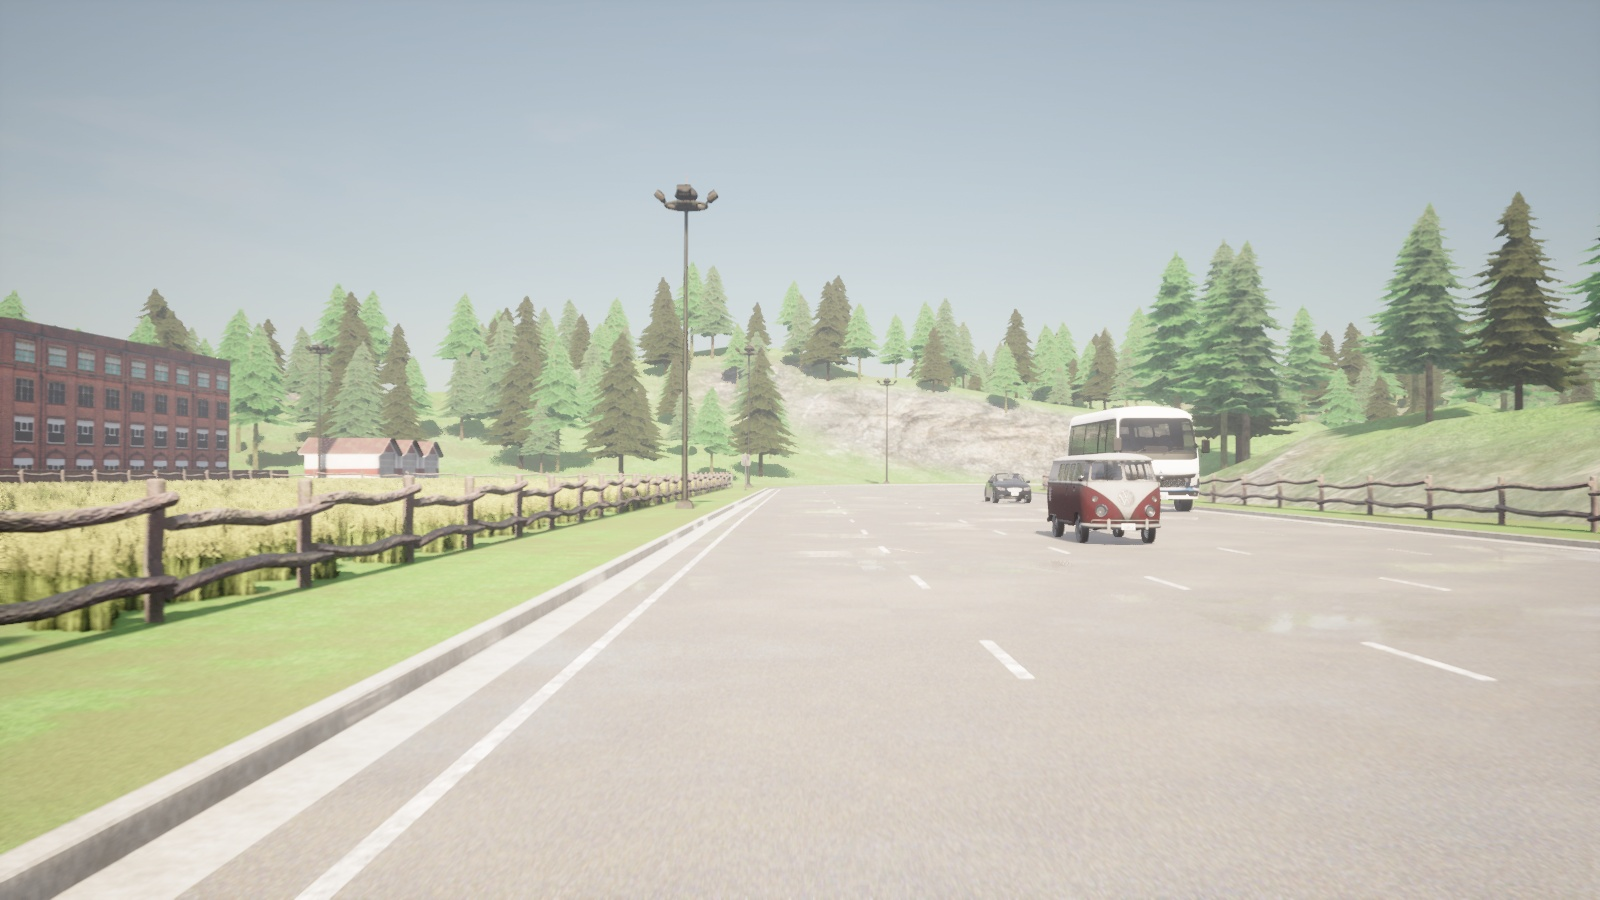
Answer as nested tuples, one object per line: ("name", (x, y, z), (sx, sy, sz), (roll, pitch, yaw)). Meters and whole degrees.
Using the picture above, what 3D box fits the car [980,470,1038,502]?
("car", (10.453, 1.787, 63.232), (2.128, 1.511, 4.902), (0, -1, 1))

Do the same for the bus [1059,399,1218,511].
("bus", (13.931, 0.268, 52.923), (3.944, 4.253, 10.273), (0, -1, 0))

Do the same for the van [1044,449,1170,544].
("van", (6.928, 1.022, 28.809), (1.775, 1.987, 4.442), (0, -1, 0))
